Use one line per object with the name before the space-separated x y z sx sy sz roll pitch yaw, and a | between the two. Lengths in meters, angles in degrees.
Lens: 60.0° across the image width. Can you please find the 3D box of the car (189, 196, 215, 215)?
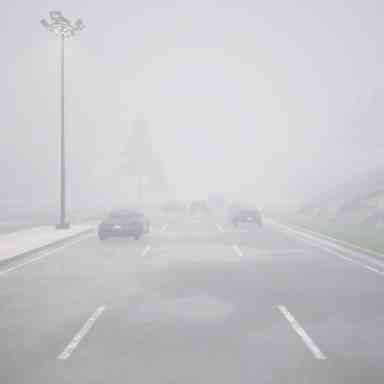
car | 0.924 1.505 34.292 1.837 1.490 4.892 0 0 9

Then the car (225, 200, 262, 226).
car | 3.634 1.526 23.213 1.812 1.442 4.674 0 0 1

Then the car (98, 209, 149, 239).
car | -3.401 1.564 17.205 1.994 1.385 4.181 0 0 0

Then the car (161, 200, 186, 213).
car | -2.001 1.563 37.487 1.994 1.385 4.181 0 0 13

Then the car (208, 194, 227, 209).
car | 3.406 1.221 44.466 2.150 2.045 5.566 0 0 16
